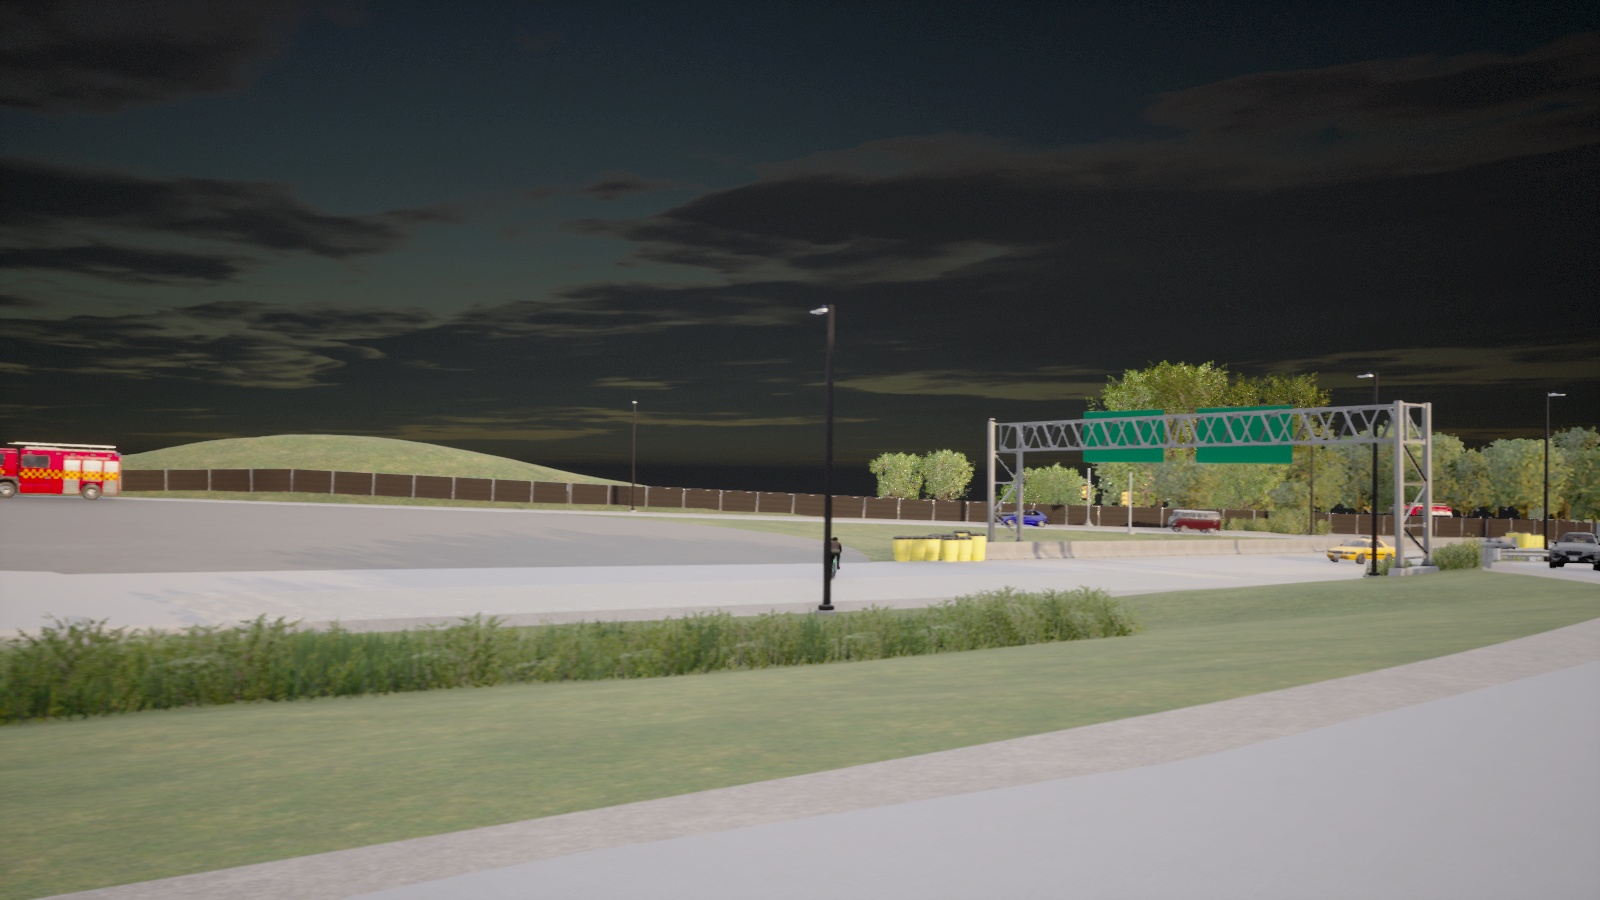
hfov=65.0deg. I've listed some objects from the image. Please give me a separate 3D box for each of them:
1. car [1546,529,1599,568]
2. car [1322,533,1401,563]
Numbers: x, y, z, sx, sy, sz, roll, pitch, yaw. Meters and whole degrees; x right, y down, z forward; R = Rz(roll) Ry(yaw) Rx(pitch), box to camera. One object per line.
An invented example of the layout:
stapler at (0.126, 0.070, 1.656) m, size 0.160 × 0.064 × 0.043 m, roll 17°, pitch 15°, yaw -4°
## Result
car at (31.333, 3.944, 50.614) m, size 1.816 × 1.474 × 4.193 m, roll 0°, pitch -3°, yaw 36°
car at (32.892, 5.708, 73.499) m, size 5.366 × 1.575 × 1.801 m, roll 3°, pitch -2°, yaw -37°
